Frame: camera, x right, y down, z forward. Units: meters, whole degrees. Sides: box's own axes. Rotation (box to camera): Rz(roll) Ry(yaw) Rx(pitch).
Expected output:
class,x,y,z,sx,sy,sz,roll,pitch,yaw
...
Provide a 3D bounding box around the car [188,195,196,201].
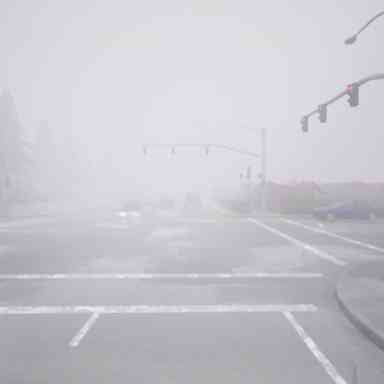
class,x,y,z,sx,sy,sz,roll,pitch,yaw
car,0.000,1.437,79.193,1.837,1.490,4.892,0,0,0

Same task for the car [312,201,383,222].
class,x,y,z,sx,sy,sz,roll,pitch,yaw
car,11.522,1.402,24.726,5.008,1.535,1.882,0,0,0

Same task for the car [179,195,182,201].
class,x,y,z,sx,sy,sz,roll,pitch,yaw
car,-3.500,1.415,79.276,1.882,1.535,5.008,0,0,0

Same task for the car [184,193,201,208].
class,x,y,z,sx,sy,sz,roll,pitch,yaw
car,0.100,1.184,46.403,2.150,2.045,5.566,0,0,0

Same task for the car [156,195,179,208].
class,x,y,z,sx,sy,sz,roll,pitch,yaw
car,-3.399,1.315,46.880,2.097,1.767,4.553,0,0,0

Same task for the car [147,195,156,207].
class,x,y,z,sx,sy,sz,roll,pitch,yaw
car,-7.080,1.507,51.462,2.033,1.411,5.357,0,0,0

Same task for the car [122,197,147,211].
class,x,y,z,sx,sy,sz,roll,pitch,yaw
car,-7.091,1.569,40.195,1.895,1.301,4.718,0,0,0

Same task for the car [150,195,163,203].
class,x,y,z,sx,sy,sz,roll,pitch,yaw
car,-7.018,1.425,66.361,1.882,1.535,5.008,0,0,0
